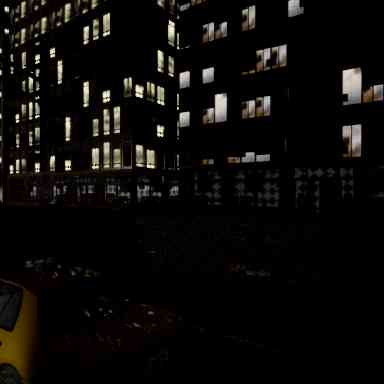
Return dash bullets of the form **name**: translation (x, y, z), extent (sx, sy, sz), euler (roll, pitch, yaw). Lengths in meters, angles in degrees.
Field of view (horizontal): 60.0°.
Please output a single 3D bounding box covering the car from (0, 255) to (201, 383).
- **car**: translation (-2.189, 1.525, 4.432), extent (4.829, 1.417, 1.752), euler (0, 0, 36)
